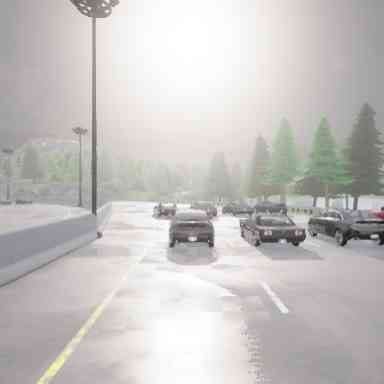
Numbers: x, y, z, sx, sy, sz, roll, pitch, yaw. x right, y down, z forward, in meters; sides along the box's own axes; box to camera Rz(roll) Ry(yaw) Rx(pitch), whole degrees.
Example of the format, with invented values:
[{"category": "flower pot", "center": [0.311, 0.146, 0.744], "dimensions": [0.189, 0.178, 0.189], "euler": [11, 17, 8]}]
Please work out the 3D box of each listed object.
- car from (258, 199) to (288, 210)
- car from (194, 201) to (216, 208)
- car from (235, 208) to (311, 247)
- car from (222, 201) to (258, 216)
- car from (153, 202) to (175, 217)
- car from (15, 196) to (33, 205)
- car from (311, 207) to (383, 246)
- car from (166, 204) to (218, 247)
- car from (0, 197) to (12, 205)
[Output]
[{"category": "car", "center": [7.756, 1.514, 33.321], "dimensions": [1.837, 1.490, 4.892], "euler": [0, 0, -14]}, {"category": "car", "center": [0.969, 1.570, 31.606], "dimensions": [1.994, 1.385, 4.181], "euler": [0, 0, -14]}, {"category": "car", "center": [3.412, 1.613, 15.078], "dimensions": [1.895, 1.301, 4.718], "euler": [0, 0, -3]}, {"category": "car", "center": [4.363, 1.570, 32.464], "dimensions": [1.994, 1.385, 4.181], "euler": [0, 0, -14]}, {"category": "car", "center": [-2.431, 1.614, 30.778], "dimensions": [1.895, 1.301, 4.718], "euler": [0, 0, -14]}, {"category": "car", "center": [-29.859, 1.518, 59.203], "dimensions": [2.128, 1.511, 4.902], "euler": [0, 0, -44]}, {"category": "car", "center": [6.910, 1.492, 15.207], "dimensions": [2.128, 1.511, 4.902], "euler": [0, 0, -3]}, {"category": "car", "center": [-0.083, 1.514, 14.888], "dimensions": [1.837, 1.490, 4.892], "euler": [0, 0, -3]}, {"category": "car", "center": [-32.378, 1.558, 56.773], "dimensions": [1.812, 1.442, 4.674], "euler": [0, 0, -44]}]
